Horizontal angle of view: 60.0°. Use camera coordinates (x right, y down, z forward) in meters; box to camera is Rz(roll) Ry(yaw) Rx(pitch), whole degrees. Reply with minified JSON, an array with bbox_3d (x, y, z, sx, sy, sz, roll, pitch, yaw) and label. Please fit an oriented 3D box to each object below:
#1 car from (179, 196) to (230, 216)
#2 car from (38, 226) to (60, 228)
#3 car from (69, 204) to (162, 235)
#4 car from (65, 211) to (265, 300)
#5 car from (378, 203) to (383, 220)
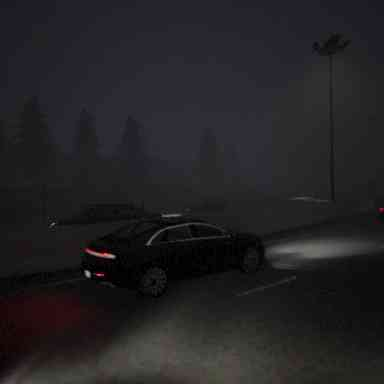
[{"bbox_3d":[1.188,1.122,28.904,1.812,1.442,4.674,0,1,42],"label":"car"},{"bbox_3d":[-4.238,1.247,14.253,4.553,1.767,2.097,-2,1,-40],"label":"car"},{"bbox_3d":[-4.186,1.435,18.756,4.718,1.301,1.895,-2,1,-41],"label":"car"},{"bbox_3d":[-0.223,1.389,8.241,4.902,1.511,2.128,-2,1,-38],"label":"car"},{"bbox_3d":[13.230,1.017,21.035,2.033,1.411,5.357,0,1,41],"label":"car"}]
